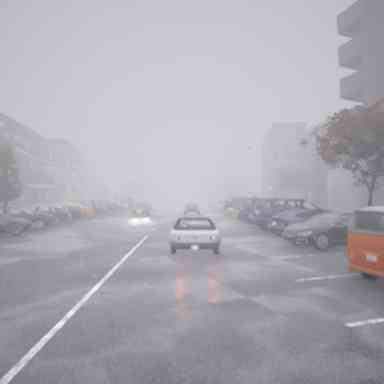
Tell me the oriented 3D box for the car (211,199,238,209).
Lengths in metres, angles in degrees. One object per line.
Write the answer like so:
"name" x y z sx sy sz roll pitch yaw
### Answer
"car" 6.174 2.235 62.575 4.553 1.767 2.185 1 -2 -20

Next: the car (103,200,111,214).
"car" -11.537 1.840 35.873 4.674 1.452 2.002 -1 -1 -20

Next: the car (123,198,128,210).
"car" -11.586 1.932 44.668 5.008 1.535 2.097 -1 -1 -20

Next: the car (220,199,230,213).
"car" 6.107 1.803 35.587 5.366 1.575 1.946 1 -1 -20

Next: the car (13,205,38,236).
"car" -11.345 1.665 18.268 4.792 1.488 2.163 -1 -1 -21

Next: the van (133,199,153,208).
"van" -11.669 2.782 79.822 4.442 1.987 1.878 0 -3 -20

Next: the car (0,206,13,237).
"car" -11.347 1.609 15.323 5.008 1.535 2.097 -1 -1 -21

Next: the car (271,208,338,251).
"car" 6.317 1.625 14.623 4.892 1.521 2.231 1 0 -19

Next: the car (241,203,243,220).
"car" 6.355 1.702 23.662 4.892 1.521 2.231 1 -1 -20

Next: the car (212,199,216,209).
"car" 6.050 1.984 47.555 5.366 1.575 1.946 1 -1 -20

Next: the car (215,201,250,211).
"car" 6.187 2.083 50.596 4.792 1.488 2.163 1 -1 -20

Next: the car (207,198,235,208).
"car" 6.203 2.406 71.543 5.566 2.045 2.435 1 -2 -20

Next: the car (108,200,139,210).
"car" -11.604 2.191 56.402 4.892 1.521 2.231 0 -1 -20

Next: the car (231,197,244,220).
"car" 6.376 1.476 26.679 5.566 2.045 2.435 1 -1 -20

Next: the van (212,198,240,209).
"van" 6.097 2.045 59.547 4.442 1.987 1.878 1 -2 -20

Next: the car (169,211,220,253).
"car" 0.102 1.725 14.267 1.895 1.301 4.718 0 0 0

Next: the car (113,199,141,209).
"car" -11.582 2.143 59.344 4.553 1.767 2.185 0 -2 -20

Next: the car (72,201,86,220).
"car" -11.455 1.714 27.062 4.892 1.521 2.231 -1 0 -20

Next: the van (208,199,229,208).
"van" 6.135 2.661 77.502 4.442 1.987 1.878 1 -3 -20

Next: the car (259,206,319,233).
"car" 6.360 1.680 17.643 4.792 1.488 2.163 1 -1 -20

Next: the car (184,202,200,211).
"car" -0.037 1.915 39.780 2.033 1.411 5.357 0 -1 0

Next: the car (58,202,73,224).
"car" -11.431 1.688 24.130 4.892 1.521 2.231 -1 0 -21

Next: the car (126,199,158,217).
"car" -5.203 1.806 35.170 2.128 1.511 4.902 0 -1 0

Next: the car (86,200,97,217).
"car" -11.483 1.739 29.999 5.008 1.535 2.097 -1 0 -20

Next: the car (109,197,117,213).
"car" -11.522 1.712 38.808 4.553 1.767 2.185 -1 0 -20

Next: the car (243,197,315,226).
"car" 6.382 1.424 20.660 5.566 2.045 2.435 1 -1 -20

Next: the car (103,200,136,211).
"car" -11.600 2.116 53.465 4.892 1.521 2.231 0 -1 -20

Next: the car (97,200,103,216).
"car" -11.484 1.642 32.942 4.553 1.767 2.185 -1 0 -20

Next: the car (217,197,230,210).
"car" 6.290 1.595 38.659 5.566 2.045 2.435 1 -1 -20

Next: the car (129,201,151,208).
"car" -11.587 2.797 74.001 4.674 1.452 2.002 0 -3 -20

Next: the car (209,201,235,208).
"car" 6.241 2.583 68.572 4.792 1.488 2.163 1 -2 -20

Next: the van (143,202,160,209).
"van" -11.555 3.751 94.427 4.442 1.987 1.878 1 -4 -19

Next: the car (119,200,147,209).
"car" -11.613 2.446 65.199 5.008 1.535 2.097 0 -2 -20

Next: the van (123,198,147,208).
"van" -11.713 2.319 68.099 4.442 1.987 1.878 0 -2 -20

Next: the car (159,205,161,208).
"car" -11.668 3.524 88.550 5.366 1.575 1.946 1 -4 -20

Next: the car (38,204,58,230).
"car" -11.414 1.661 21.195 5.008 1.535 2.097 -1 -1 -21

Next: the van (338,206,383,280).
"van" 6.341 1.349 8.658 4.442 1.987 1.878 1 -1 -19

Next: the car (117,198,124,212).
"car" -11.560 1.880 41.737 5.008 1.535 2.097 -1 -1 -20

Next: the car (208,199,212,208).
"car" 6.031 2.188 56.526 5.366 1.575 1.946 1 -1 -20

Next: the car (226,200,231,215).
"car" 6.152 1.746 29.594 5.366 1.575 1.946 1 0 -20

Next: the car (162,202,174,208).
"car" -5.154 2.859 76.653 1.895 1.301 4.718 0 -2 0
